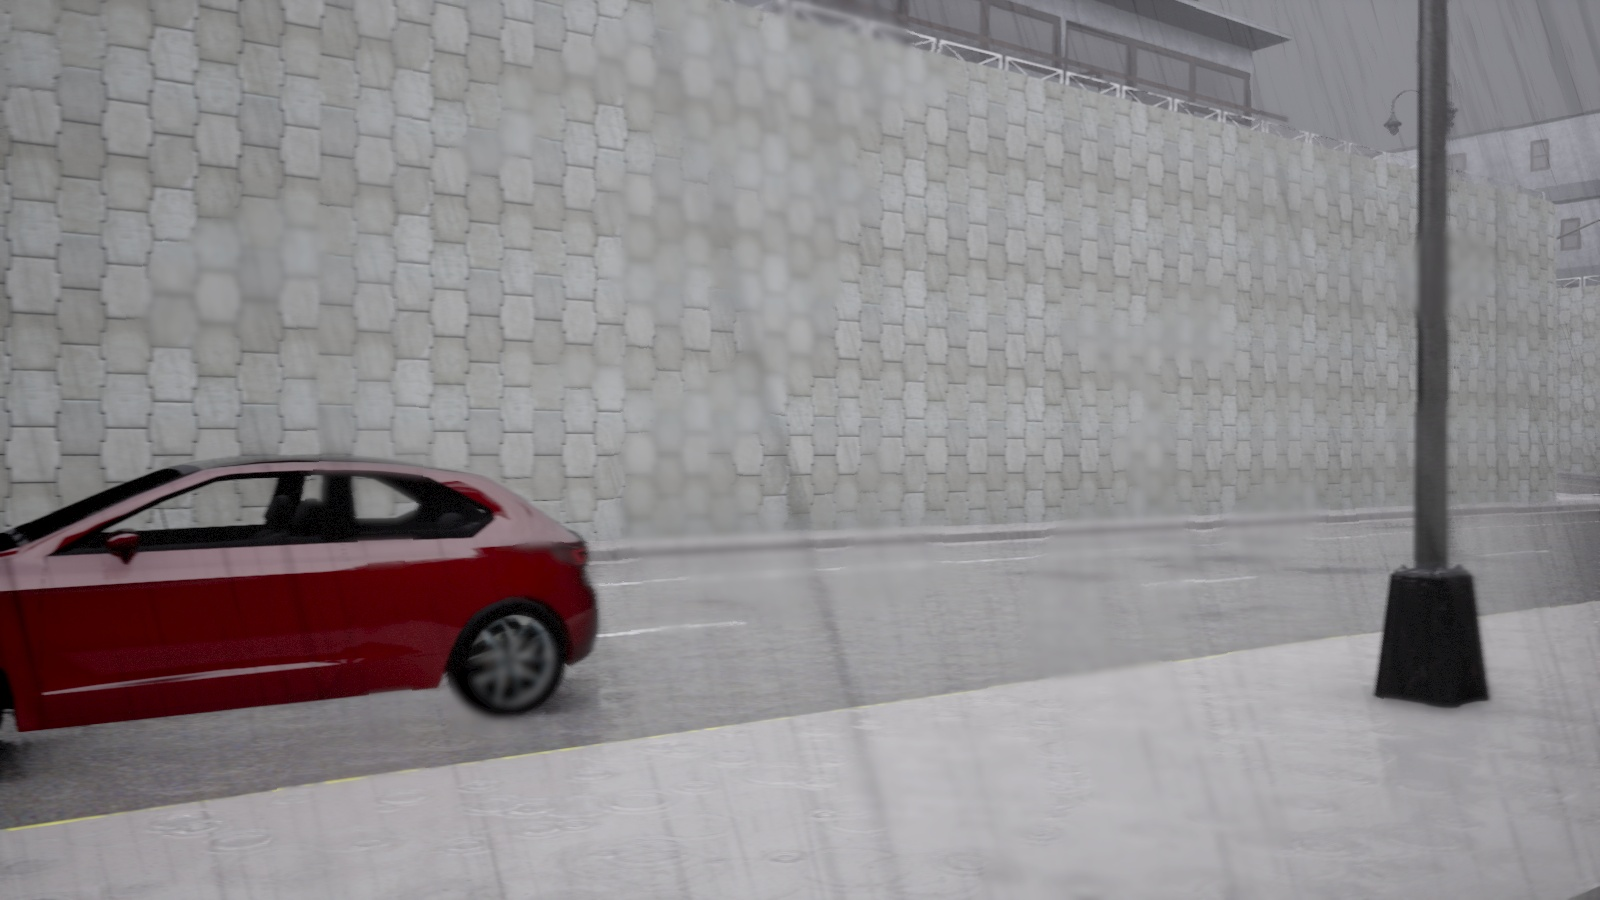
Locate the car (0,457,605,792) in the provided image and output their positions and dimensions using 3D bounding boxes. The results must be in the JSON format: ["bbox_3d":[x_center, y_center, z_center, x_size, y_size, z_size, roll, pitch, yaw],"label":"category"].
[{"bbox_3d":[-3.368,0.782,6.797,4.193,1.474,1.816,0,0,-35],"label":"car"}]
